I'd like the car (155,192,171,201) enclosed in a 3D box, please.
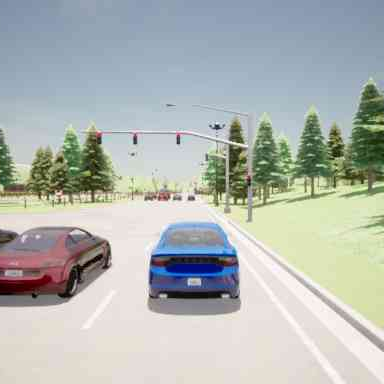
[{"bbox_3d":[-7.173,1.210,82.429,2.150,2.045,5.566,0,0,0],"label":"car"}]

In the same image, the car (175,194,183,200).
[{"bbox_3d":[-3.695,1.377,92.826,1.994,1.385,4.181,0,0,0],"label":"car"}]

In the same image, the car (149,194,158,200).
[{"bbox_3d":[-10.695,1.325,92.811,1.837,1.490,4.892,0,0,0],"label":"car"}]

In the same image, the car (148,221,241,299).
[{"bbox_3d":[0.052,1.477,8.510,1.882,1.535,5.008,0,0,0],"label":"car"}]

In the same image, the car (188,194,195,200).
[{"bbox_3d":[-0.195,1.377,92.833,1.994,1.385,4.181,0,0,0],"label":"car"}]

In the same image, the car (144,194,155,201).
[{"bbox_3d":[-10.673,1.485,82.392,1.837,1.490,4.892,0,0,0],"label":"car"}]

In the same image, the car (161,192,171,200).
[{"bbox_3d":[-7.195,1.050,92.849,2.150,2.045,5.566,0,0,0],"label":"car"}]

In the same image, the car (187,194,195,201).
[{"bbox_3d":[-0.173,1.462,82.414,1.882,1.535,5.008,0,0,0],"label":"car"}]

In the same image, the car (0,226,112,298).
[{"bbox_3d":[-3.455,1.563,8.537,1.994,1.385,4.181,0,0,1],"label":"car"}]

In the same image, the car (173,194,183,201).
[{"bbox_3d":[-3.674,1.339,82.760,2.097,1.767,4.553,0,0,0],"label":"car"}]
